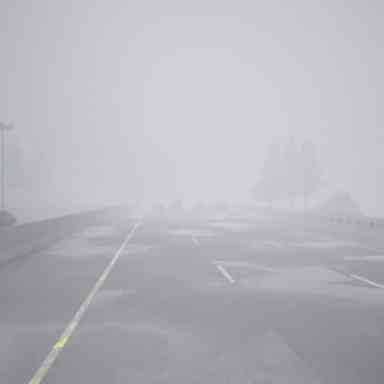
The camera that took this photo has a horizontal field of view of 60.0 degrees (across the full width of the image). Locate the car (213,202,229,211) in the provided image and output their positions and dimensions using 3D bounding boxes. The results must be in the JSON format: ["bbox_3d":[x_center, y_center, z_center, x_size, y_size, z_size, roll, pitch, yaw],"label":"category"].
[{"bbox_3d":[4.793,2.337,55.408,2.033,1.411,5.357,0,-1,-5],"label":"car"}]

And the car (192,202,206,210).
[{"bbox_3d":[1.151,2.381,56.512,2.033,1.411,5.357,0,-1,-5],"label":"car"}]

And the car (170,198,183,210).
[{"bbox_3d":[-2.778,2.140,60.207,2.150,2.045,5.566,0,-1,-6],"label":"car"}]

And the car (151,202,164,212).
[{"bbox_3d":[-5.533,2.387,53.510,2.033,1.411,5.357,0,-1,-9],"label":"car"}]

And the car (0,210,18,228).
[{"bbox_3d":[-12.585,1.916,20.805,1.837,1.490,4.892,0,-1,-6],"label":"car"}]
